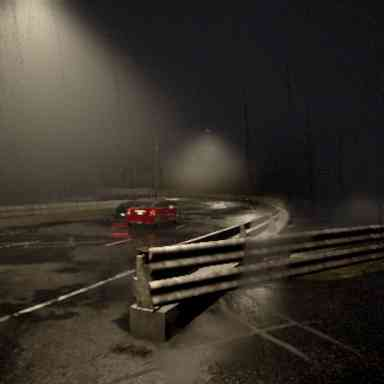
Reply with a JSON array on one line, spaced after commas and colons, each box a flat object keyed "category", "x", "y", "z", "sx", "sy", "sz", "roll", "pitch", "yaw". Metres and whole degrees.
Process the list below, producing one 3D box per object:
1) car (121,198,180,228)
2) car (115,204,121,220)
[{"category": "car", "x": -2.400, "y": 1.276, "z": 21.821, "sx": 2.097, "sy": 1.767, "sz": 4.553, "roll": 0, "pitch": 0, "yaw": 19}, {"category": "car", "x": -4.427, "y": 1.410, "z": 26.958, "sx": 1.837, "sy": 1.490, "sz": 4.892, "roll": 0, "pitch": 0, "yaw": 17}]
